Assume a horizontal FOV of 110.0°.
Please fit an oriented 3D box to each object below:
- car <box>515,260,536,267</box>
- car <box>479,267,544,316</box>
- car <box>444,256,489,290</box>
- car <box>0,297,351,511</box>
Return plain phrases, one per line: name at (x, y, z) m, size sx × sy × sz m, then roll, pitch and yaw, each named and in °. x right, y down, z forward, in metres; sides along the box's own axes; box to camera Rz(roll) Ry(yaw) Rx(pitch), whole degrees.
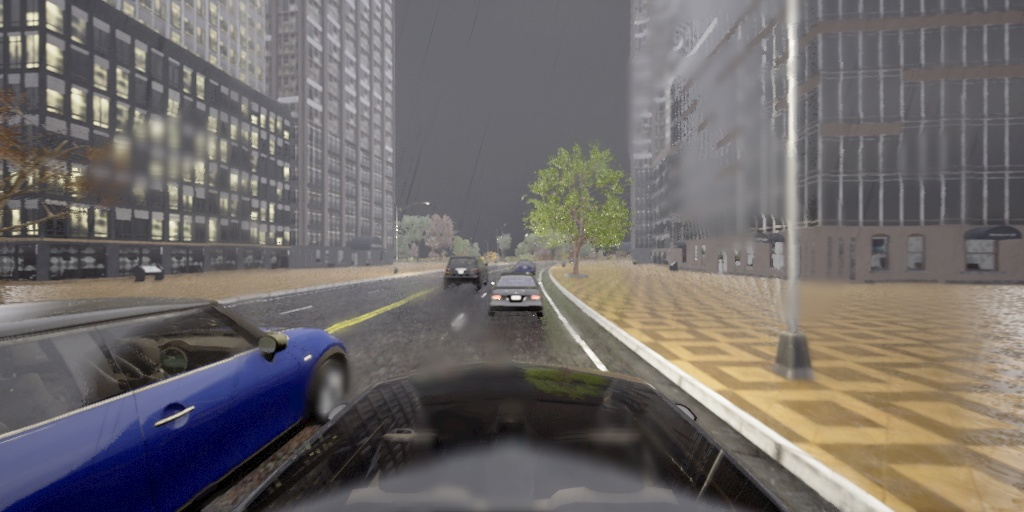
car at (1.468, 1.159, 37.852) m, size 2.097 × 1.767 × 4.553 m, roll 0°, pitch 0°, yaw 5°
car at (0.172, 1.313, 13.352) m, size 2.033 × 1.411 × 5.357 m, roll 0°, pitch 0°, yaw 1°
car at (-2.786, 1.006, 22.905) m, size 2.150 × 2.045 × 5.566 m, roll 0°, pitch 0°, yaw 2°
car at (-3.176, 1.107, 2.876) m, size 2.097 × 1.767 × 4.553 m, roll 0°, pitch 0°, yaw 0°
